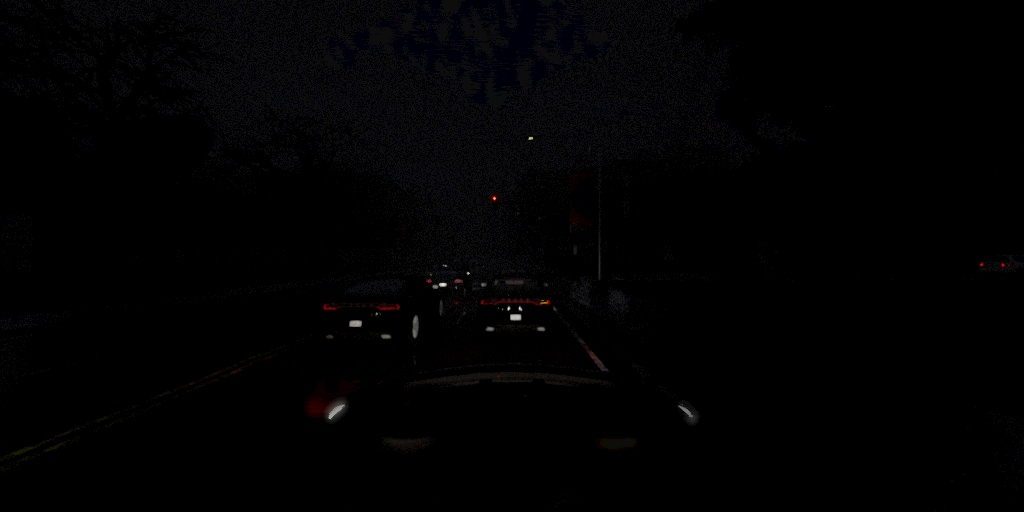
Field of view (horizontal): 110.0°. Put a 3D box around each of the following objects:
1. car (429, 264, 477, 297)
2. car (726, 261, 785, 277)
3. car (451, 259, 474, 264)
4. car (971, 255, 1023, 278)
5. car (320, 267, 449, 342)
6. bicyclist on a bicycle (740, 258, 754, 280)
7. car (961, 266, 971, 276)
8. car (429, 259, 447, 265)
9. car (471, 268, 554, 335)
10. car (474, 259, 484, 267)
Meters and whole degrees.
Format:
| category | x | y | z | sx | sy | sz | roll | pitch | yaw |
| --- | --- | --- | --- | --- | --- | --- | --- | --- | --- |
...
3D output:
| category | x | y | z | sx | sy | sz | roll | pitch | yaw |
| --- | --- | --- | --- | --- | --- | --- | --- | --- | --- |
| car | -3.200 | 1.299 | 18.682 | 1.994 | 1.385 | 4.181 | 0 | 0 | 0 |
| car | 22.641 | 1.184 | 33.448 | 4.902 | 1.511 | 2.128 | 0 | 0 | 0 |
| car | -6.668 | 1.228 | 48.188 | 1.837 | 1.490 | 4.892 | 0 | 0 | 0 |
| car | 43.540 | 0.907 | 30.554 | 5.566 | 2.045 | 2.150 | 0 | 0 | 0 |
| car | -3.169 | 1.219 | 9.744 | 1.882 | 1.535 | 5.008 | 0 | 0 | 0 |
| bicyclist on a bicycle | 18.086 | 1.010 | 27.588 | 0.582 | 1.620 | 1.656 | 0 | 0 | 0 |
| car | 45.096 | 1.158 | 33.389 | 5.008 | 1.535 | 1.882 | 0 | 0 | 1 |
| car | -9.917 | 1.216 | 48.367 | 2.128 | 1.511 | 4.902 | 0 | 0 | 0 |
| car | 0.080 | 1.219 | 10.492 | 1.882 | 1.535 | 5.008 | 0 | 0 | 0 |
| car | -6.656 | 1.249 | 64.080 | 1.812 | 1.442 | 4.674 | 0 | 0 | 0 |
